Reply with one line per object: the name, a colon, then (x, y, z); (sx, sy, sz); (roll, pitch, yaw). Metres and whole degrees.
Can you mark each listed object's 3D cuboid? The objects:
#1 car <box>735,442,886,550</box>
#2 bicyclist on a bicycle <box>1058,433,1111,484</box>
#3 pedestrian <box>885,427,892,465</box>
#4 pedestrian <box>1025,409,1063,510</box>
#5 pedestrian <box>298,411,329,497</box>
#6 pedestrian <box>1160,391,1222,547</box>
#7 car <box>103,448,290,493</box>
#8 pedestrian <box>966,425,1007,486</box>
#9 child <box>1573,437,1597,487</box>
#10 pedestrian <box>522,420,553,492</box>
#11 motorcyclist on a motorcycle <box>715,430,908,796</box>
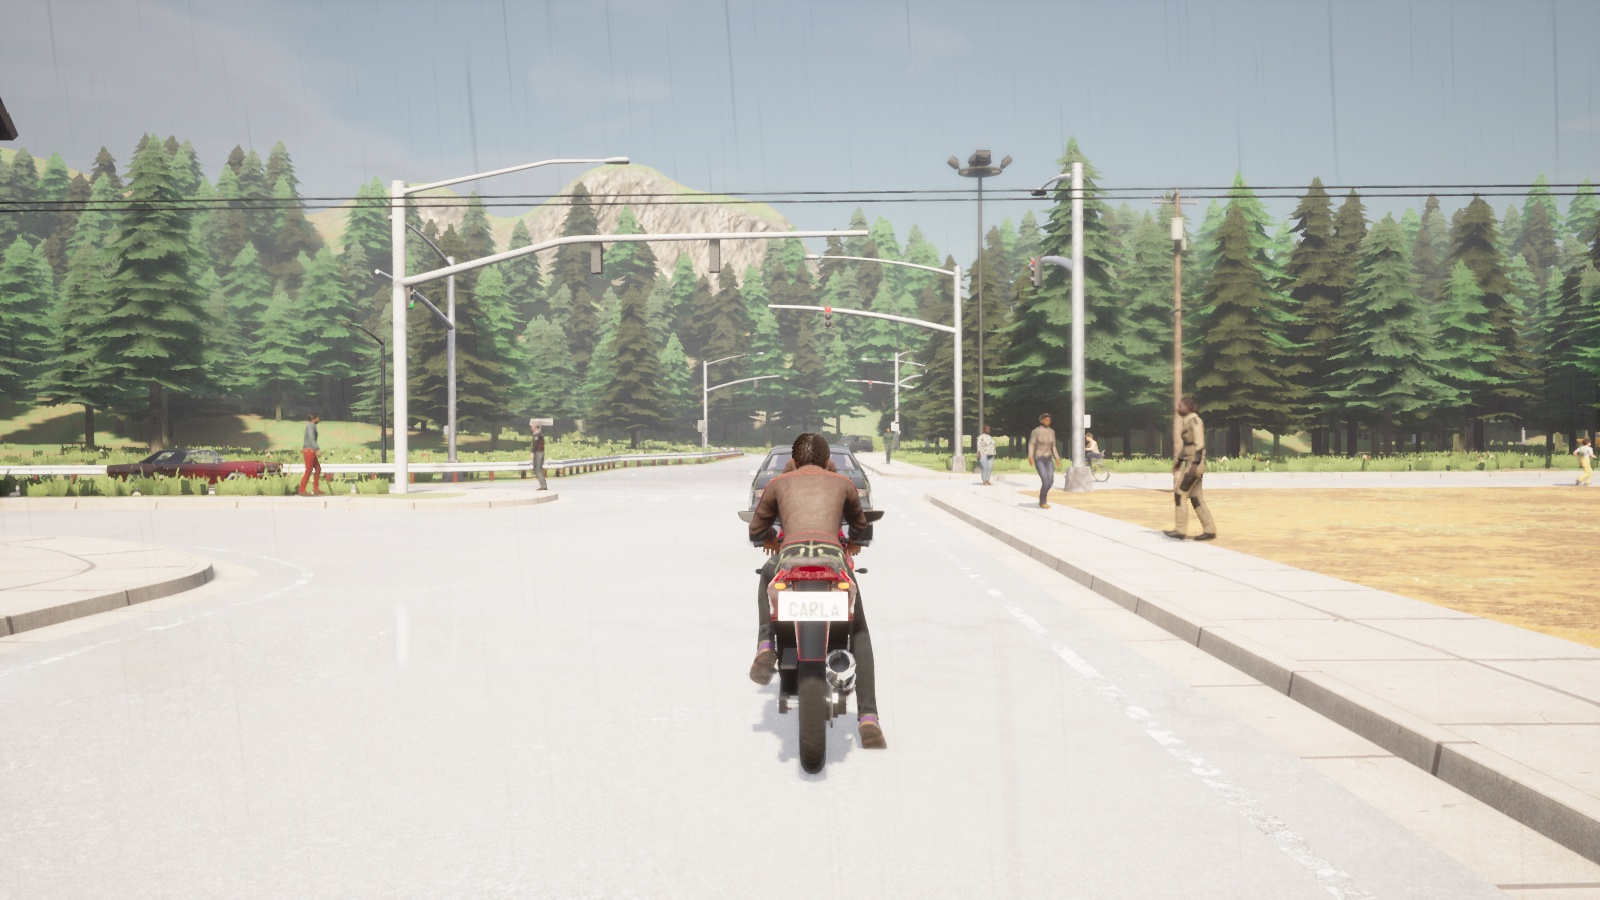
car: (0.166, 0.601, 19.547); (2.033, 1.411, 5.357); (0, 1, 1)
bicyclist on a bicycle: (9.151, 0.269, 40.473); (1.509, 1.612, 0.866); (0, 1, 1)
pedestrian: (4.279, -0.209, 60.844); (0.353, 1.847, 0.614); (0, 1, 4)
pedestrian: (4.473, 0.163, 23.045); (0.328, 1.805, 0.869); (0, 1, -17)
pedestrian: (-10.545, 0.074, 27.230); (0.614, 1.847, 0.353); (0, 1, -19)
pedestrian: (4.916, 0.233, 15.802); (0.692, 1.930, 0.396); (0, 1, 9)
car: (-18.042, 0.596, 37.681); (4.718, 1.301, 1.895); (0, 1, 1)
pedestrian: (5.746, 0.162, 38.668); (0.874, 1.855, 0.900); (-1, 1, -36)
child: (19.887, 0.293, 31.824); (0.437, 1.263, 0.270); (0, 1, -2)
pedestrian: (-6.866, 0.158, 32.818); (0.720, 1.854, 0.376); (0, 1, -2)
motorcyclist on a motorcycle: (0.057, 0.671, 6.254); (0.797, 1.523, 2.044); (0, 1, 0)
